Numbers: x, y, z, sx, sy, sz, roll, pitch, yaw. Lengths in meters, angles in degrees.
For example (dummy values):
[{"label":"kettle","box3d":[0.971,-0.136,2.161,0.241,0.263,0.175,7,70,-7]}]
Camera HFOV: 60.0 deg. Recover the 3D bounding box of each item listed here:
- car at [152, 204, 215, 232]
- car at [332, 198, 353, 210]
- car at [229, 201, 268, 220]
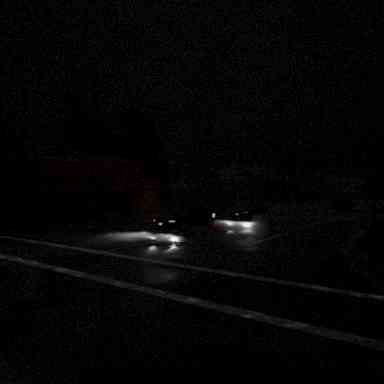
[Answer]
[{"label":"car","box3d":[-0.391,1.521,20.346,1.837,1.490,4.892,0,0,34]},{"label":"car","box3d":[19.821,1.505,43.713,1.882,1.535,5.008,0,0,34]},{"label":"car","box3d":[4.881,1.525,28.147,1.837,1.490,4.892,0,0,34]}]
